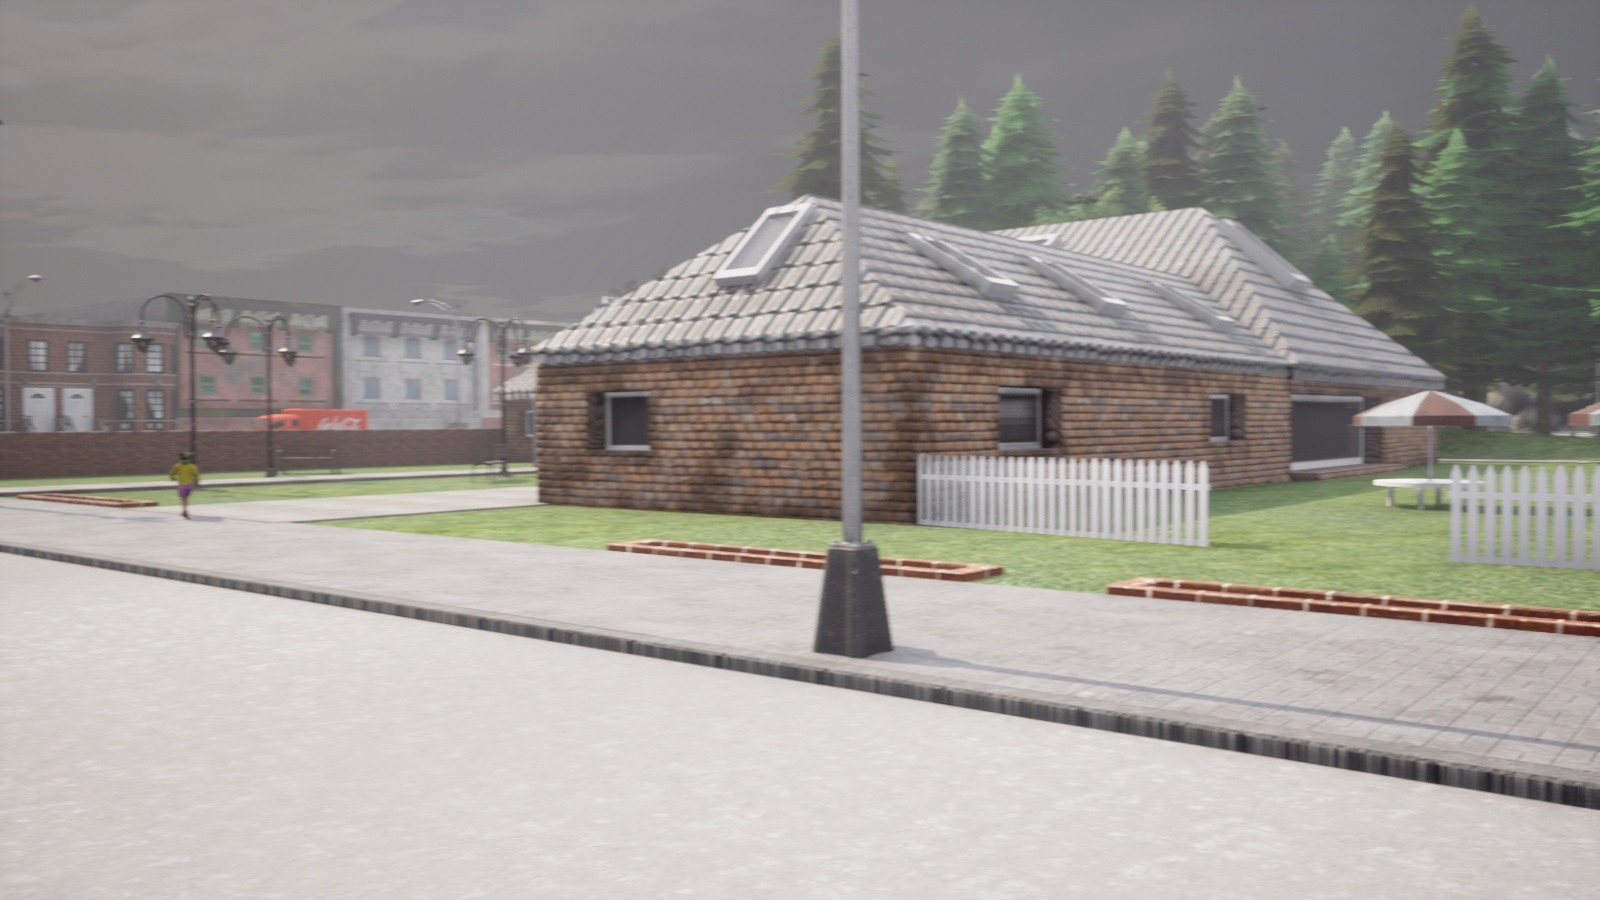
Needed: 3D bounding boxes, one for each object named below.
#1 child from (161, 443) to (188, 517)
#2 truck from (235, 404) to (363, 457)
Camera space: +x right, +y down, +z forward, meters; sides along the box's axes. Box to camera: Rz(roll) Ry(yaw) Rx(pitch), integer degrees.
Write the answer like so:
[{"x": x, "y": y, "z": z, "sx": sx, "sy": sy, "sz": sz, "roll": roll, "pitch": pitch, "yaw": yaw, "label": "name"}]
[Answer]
[{"x": -10.064, "y": 0.480, "z": 20.195, "sx": 0.299, "sy": 1.160, "sz": 0.473, "roll": -1, "pitch": 1, "yaw": -37, "label": "child"}, {"x": -24.457, "y": -0.954, "z": 61.440, "sx": 2.627, "sy": 2.467, "sz": 5.204, "roll": 1, "pitch": 1, "yaw": 39, "label": "truck"}]
